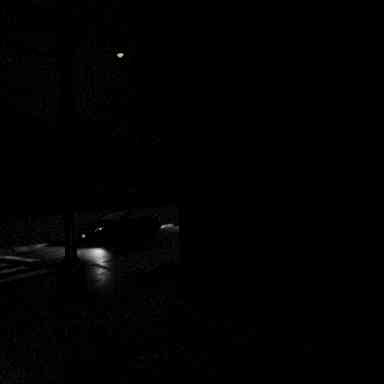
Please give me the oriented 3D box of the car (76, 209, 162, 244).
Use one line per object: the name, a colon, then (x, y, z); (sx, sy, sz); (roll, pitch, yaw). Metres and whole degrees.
car: (-3.390, 1.576, 16.258); (1.812, 1.442, 4.674); (-4, -1, 34)
